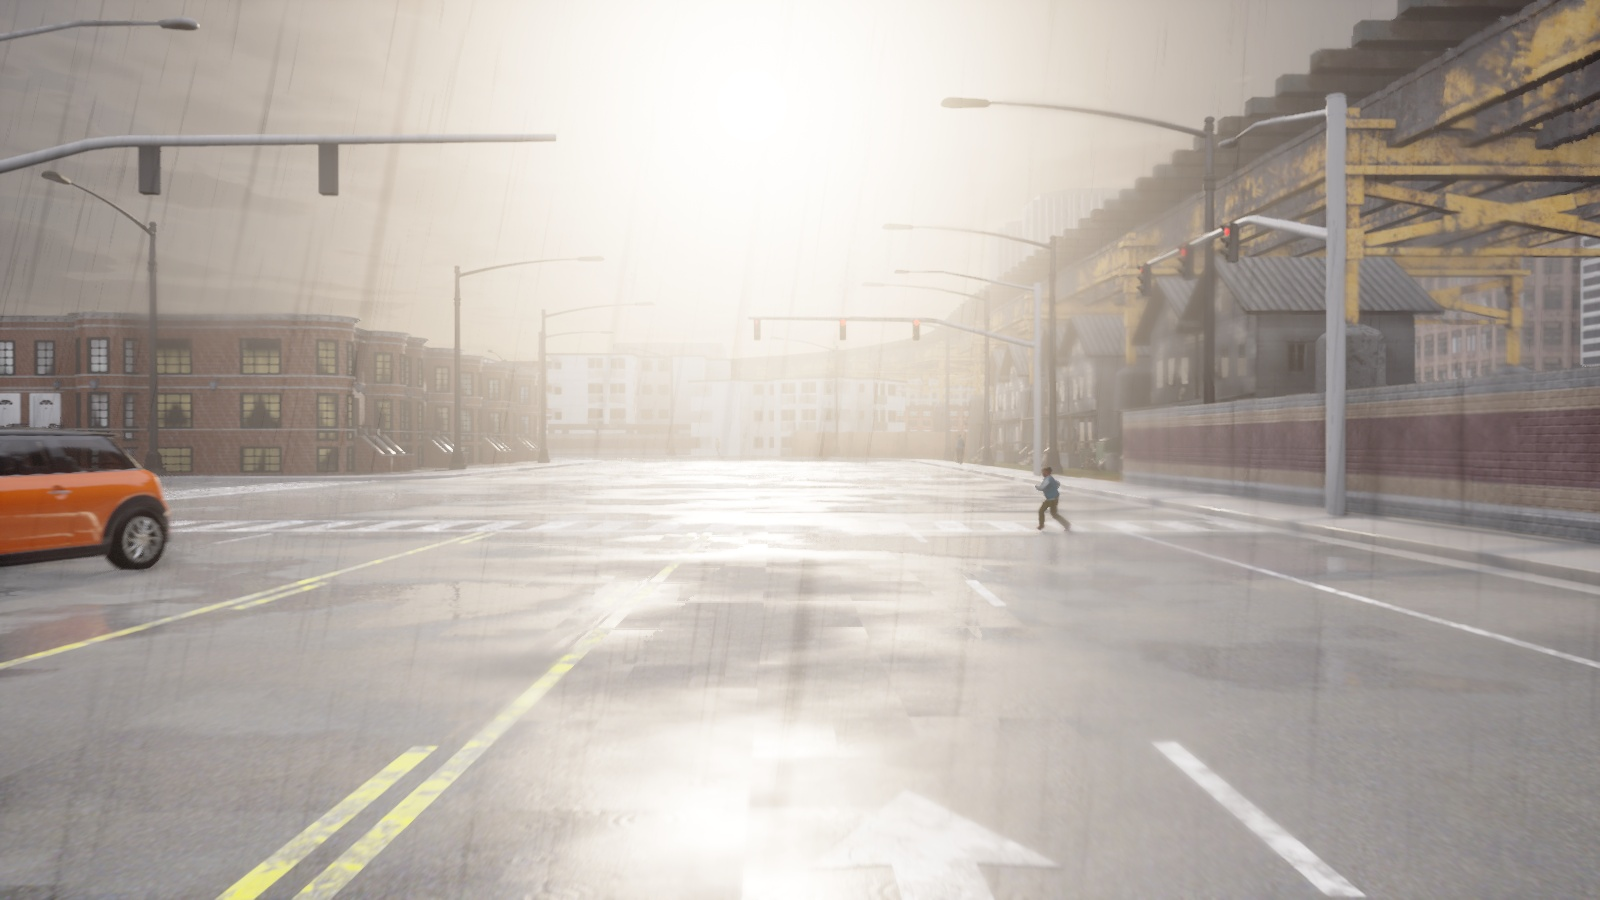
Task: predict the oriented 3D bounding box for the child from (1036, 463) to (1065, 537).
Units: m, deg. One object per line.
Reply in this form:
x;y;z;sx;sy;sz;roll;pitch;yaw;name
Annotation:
4.095;0.809;20.573;0.448;1.192;0.343;0;0;9;child

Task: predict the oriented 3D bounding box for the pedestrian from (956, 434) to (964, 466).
9.603;-0.020;75.301;0.396;1.930;0.692;0;0;-3;pedestrian

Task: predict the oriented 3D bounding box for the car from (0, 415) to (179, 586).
-9.240;0.521;13.350;2.097;1.767;4.553;0;0;19;car
